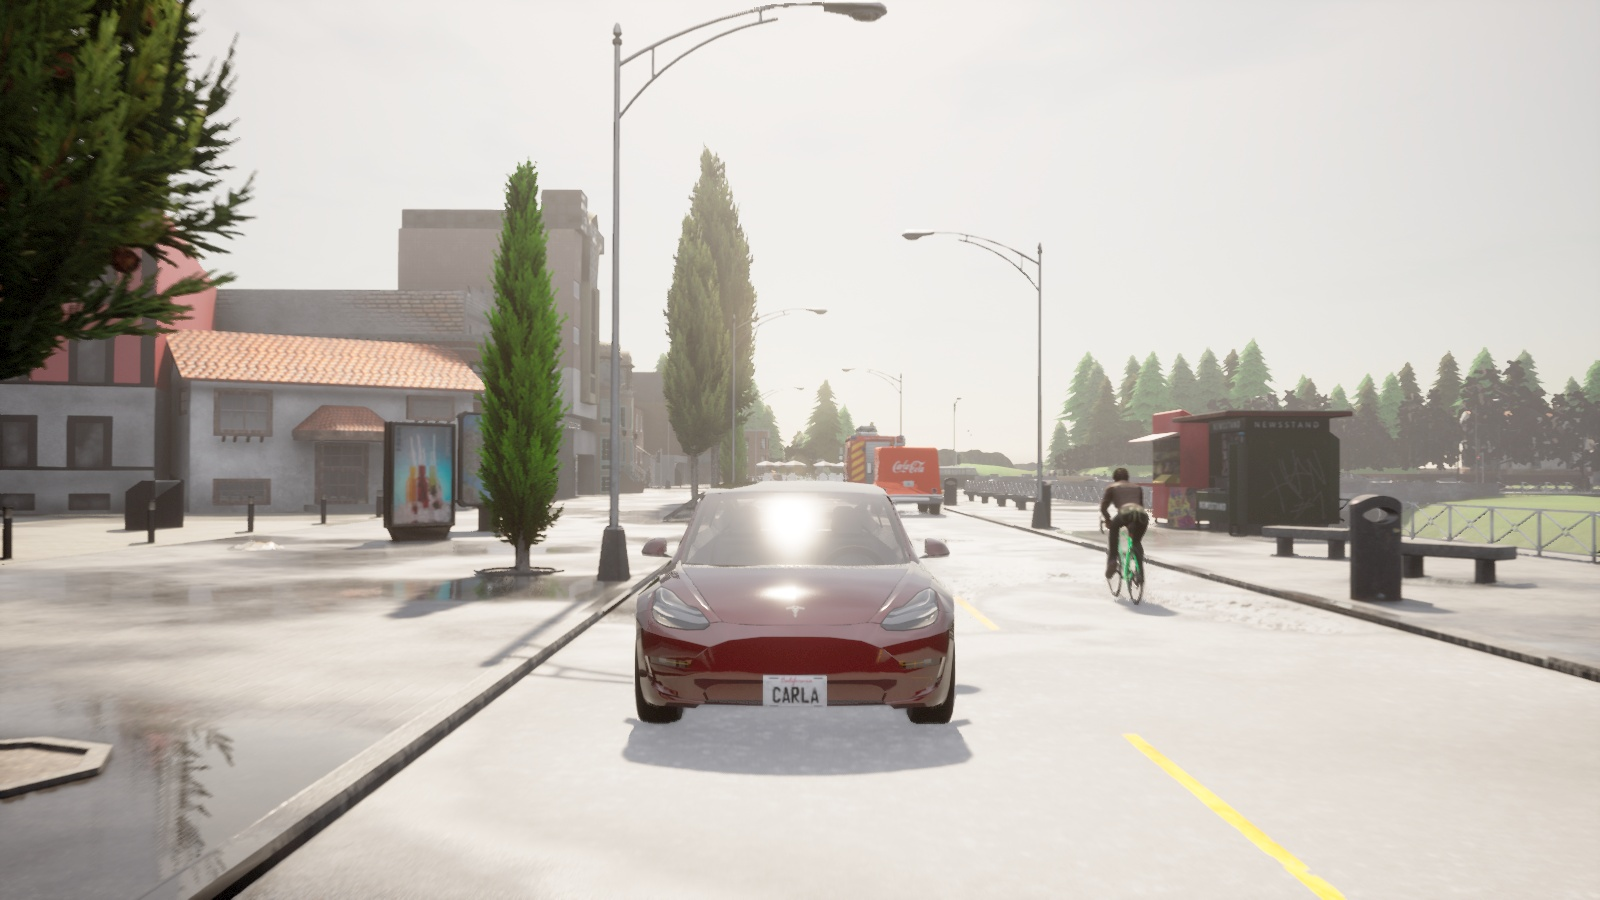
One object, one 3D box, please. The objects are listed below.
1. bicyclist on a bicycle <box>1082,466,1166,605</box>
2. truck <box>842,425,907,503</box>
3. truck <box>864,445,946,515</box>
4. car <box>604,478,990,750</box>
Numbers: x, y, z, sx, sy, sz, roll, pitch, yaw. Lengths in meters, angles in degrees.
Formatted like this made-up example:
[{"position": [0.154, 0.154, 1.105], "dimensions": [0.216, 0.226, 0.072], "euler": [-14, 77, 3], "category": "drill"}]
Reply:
[{"position": [3.958, 1.010, 15.444], "dimensions": [0.582, 1.620, 1.656], "euler": [0, -1, 0], "category": "bicyclist on a bicycle"}, {"position": [3.822, 0.746, 66.353], "dimensions": [2.891, 3.827, 8.468], "euler": [0, -1, 0], "category": "truck"}, {"position": [3.874, 1.106, 47.407], "dimensions": [2.627, 2.467, 5.204], "euler": [0, -1, 0], "category": "truck"}, {"position": [-0.025, 0.973, 9.448], "dimensions": [2.163, 1.488, 4.792], "euler": [0, -1, 0], "category": "car"}]
